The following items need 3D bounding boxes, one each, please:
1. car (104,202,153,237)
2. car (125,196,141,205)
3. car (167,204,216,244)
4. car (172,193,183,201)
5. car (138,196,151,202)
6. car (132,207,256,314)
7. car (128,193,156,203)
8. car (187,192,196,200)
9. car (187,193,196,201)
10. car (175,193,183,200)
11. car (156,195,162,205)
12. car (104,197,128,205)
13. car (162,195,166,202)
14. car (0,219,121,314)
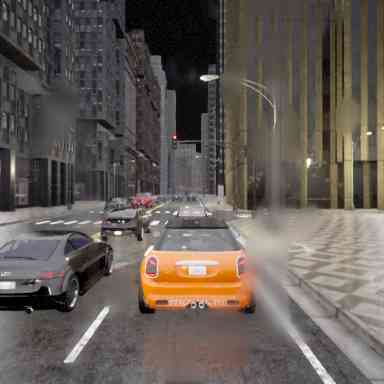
[{"bbox_3d":[-3.167,1.492,16.581,1.837,1.490,4.892,0,0,0],"label":"car"},{"bbox_3d":[-9.903,1.451,55.889,1.994,1.385,4.181,0,0,0],"label":"car"},{"bbox_3d":[0.012,1.479,16.788,2.128,1.511,4.902,0,0,1],"label":"car"},{"bbox_3d":[-3.339,1.168,74.296,2.097,1.767,4.553,0,0,0],"label":"car"},{"bbox_3d":[-9.834,1.438,68.906,1.895,1.301,4.718,0,0,0],"label":"car"},{"bbox_3d":[0.095,1.349,7.781,2.097,1.767,4.553,0,0,0],"label":"car"},{"bbox_3d":[-6.625,1.147,44.800,2.150,2.045,5.566,0,0,2],"label":"car"},{"bbox_3d":[-0.101,0.973,84.305,2.097,1.767,4.553,0,0,0],"label":"car"},{"bbox_3d":[-0.089,1.337,74.331,1.812,1.442,4.674,0,0,0],"label":"car"},{"bbox_3d":[-3.352,1.118,84.332,1.837,1.490,4.892,0,0,0],"label":"car"},{"bbox_3d":[-6.649,1.408,57.354,1.812,1.442,4.674,0,1,0],"label":"car"},{"bbox_3d":[-9.899,1.436,42.685,1.837,1.490,4.892,0,0,0],"label":"car"},{"bbox_3d":[-6.587,1.375,70.230,2.033,1.411,5.357,0,0,0],"label":"car"},{"bbox_3d":[-3.165,1.561,7.684,1.994,1.385,4.181,0,0,0],"label":"car"}]
